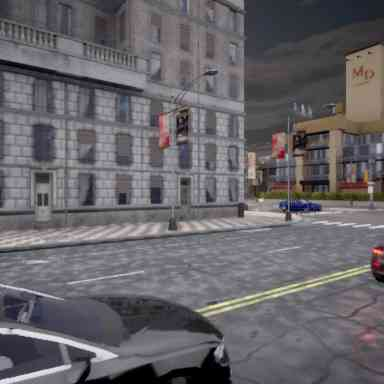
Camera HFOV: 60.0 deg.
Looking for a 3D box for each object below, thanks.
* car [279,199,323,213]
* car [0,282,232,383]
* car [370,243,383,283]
[{"bbox_3d":[11.949,1.475,36.744,1.882,1.535,5.008,0,0,-34],"label":"car"},{"bbox_3d":[-1.863,1.492,2.537,4.902,1.511,2.128,0,0,-35],"label":"car"},{"bbox_3d":[6.273,1.525,8.356,4.674,1.442,1.812,0,0,-36],"label":"car"}]
